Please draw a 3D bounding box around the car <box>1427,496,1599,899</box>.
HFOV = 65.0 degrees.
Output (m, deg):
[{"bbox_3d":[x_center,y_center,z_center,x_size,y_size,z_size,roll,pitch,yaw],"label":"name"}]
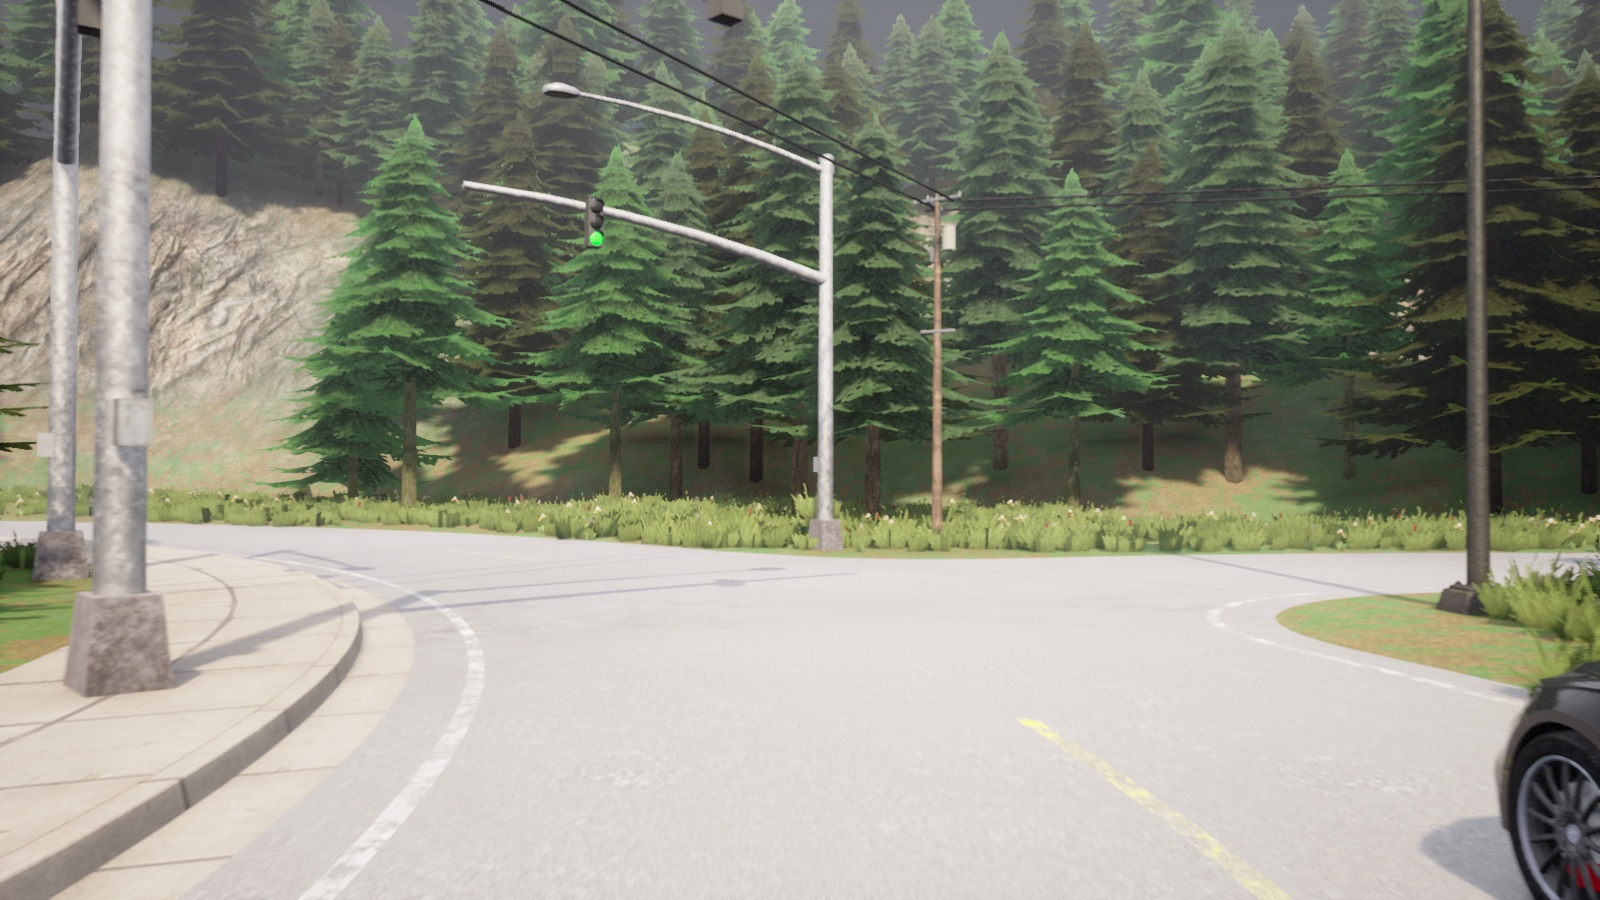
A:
[{"bbox_3d":[3.502,0.873,2.814,1.812,1.442,4.674,0,-1,-1],"label":"car"}]
